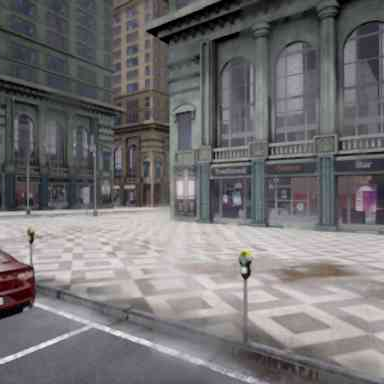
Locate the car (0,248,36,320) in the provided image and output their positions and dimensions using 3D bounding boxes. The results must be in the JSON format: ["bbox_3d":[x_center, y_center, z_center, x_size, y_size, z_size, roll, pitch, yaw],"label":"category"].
[{"bbox_3d":[-4.797,1.548,6.345,4.507,1.381,1.887,0,0,35],"label":"car"}]
